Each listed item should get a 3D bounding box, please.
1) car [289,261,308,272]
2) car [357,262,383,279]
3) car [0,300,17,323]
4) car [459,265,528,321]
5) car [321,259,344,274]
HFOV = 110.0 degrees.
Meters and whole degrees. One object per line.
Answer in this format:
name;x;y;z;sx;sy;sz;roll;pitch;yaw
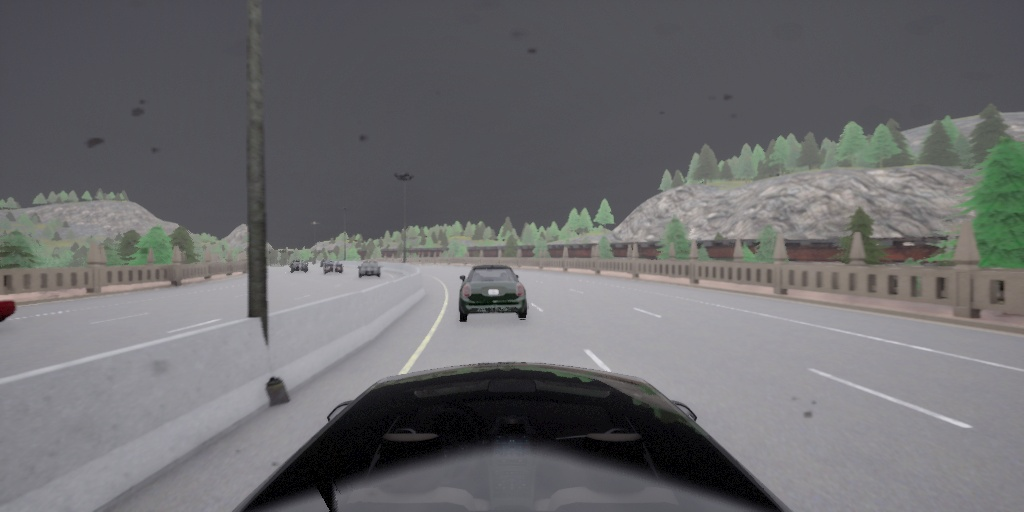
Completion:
car;-28.859;1.403;48.515;1.837;1.490;4.892;-1;0;-34
car;-13.186;1.279;33.345;1.837;1.490;4.892;0;0;-21
car;-14.435;1.420;7.558;1.895;1.301;4.718;0;0;-5
car;-0.767;1.080;12.672;2.097;1.767;4.553;0;0;-6
car;-20.807;1.392;41.785;1.994;1.385;4.181;-1;0;-28
